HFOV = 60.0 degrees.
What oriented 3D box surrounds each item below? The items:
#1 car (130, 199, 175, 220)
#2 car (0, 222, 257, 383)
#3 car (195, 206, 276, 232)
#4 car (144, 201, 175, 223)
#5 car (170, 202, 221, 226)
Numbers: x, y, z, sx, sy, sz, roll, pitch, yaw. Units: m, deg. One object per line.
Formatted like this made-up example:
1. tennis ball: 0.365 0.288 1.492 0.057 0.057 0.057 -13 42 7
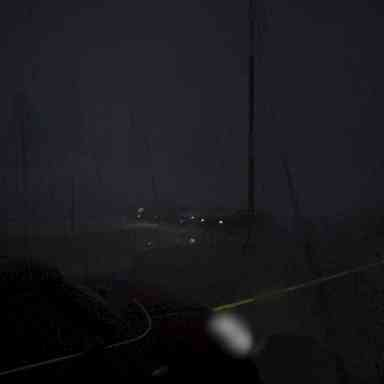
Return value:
1. car: -3.126 1.435 28.186 4.553 1.767 2.097 0 0 -40
2. car: -1.579 1.357 2.739 4.553 1.767 2.097 0 0 -36
3. car: 2.726 1.671 19.418 4.718 1.301 1.895 0 0 -39
4. car: -1.110 1.645 25.318 4.181 1.385 1.994 0 0 -39
5. car: 1.131 1.602 22.625 4.674 1.442 1.812 1 0 -39
